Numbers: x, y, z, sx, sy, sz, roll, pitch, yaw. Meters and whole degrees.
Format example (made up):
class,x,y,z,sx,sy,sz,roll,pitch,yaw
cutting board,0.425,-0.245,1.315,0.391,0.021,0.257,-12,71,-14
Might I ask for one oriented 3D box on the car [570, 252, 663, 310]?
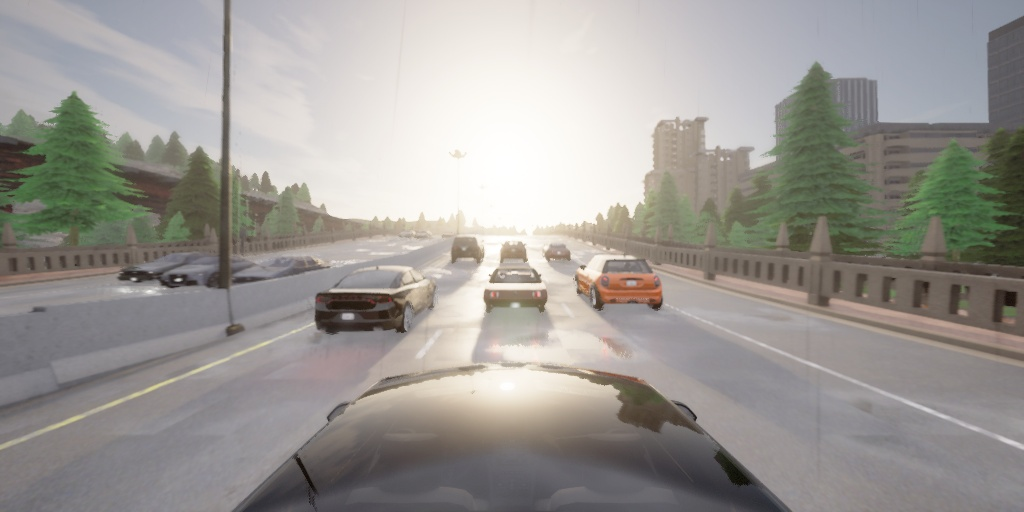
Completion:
class,x,y,z,sx,sy,sz,roll,pitch,yaw
car,3.606,0.725,12.918,2.097,1.767,4.553,0,3,0

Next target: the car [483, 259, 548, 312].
class,x,y,z,sx,sy,sz,roll,pitch,yaw
car,0.108,1.001,12.448,1.895,1.301,4.718,0,3,0

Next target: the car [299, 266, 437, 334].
class,x,y,z,sx,sy,sz,roll,pitch,yaw
car,-3.396,1.000,9.909,1.882,1.535,5.008,0,2,0

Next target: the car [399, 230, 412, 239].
class,x,y,z,sx,sy,sz,roll,pitch,yaw
car,-17.489,-3.665,59.994,2.128,1.511,4.902,0,6,1

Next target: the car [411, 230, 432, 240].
class,x,y,z,sx,sy,sz,roll,pitch,yaw
car,-14.010,-3.355,57.076,1.837,1.490,4.892,0,6,1

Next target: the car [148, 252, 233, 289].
class,x,y,z,sx,sy,sz,roll,pitch,yaw
car,-14.086,0.677,17.109,1.994,1.385,4.181,0,4,0

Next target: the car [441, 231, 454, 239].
class,x,y,z,sx,sy,sz,roll,pitch,yaw
car,-10.491,-3.512,59.557,1.895,1.301,4.718,0,6,1

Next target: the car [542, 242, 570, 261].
class,x,y,z,sx,sy,sz,roll,pitch,yaw
car,3.621,-0.472,29.550,1.994,1.385,4.181,0,6,0

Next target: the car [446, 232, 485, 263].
class,x,y,z,sx,sy,sz,roll,pitch,yaw
car,-3.379,-0.667,28.127,2.150,2.045,5.566,0,6,0

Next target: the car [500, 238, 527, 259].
class,x,y,z,sx,sy,sz,roll,pitch,yaw
car,0.121,-0.618,28.902,2.097,1.767,4.553,0,6,0

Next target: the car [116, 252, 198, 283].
class,x,y,z,sx,sy,sz,roll,pitch,yaw
car,-17.585,0.497,19.288,2.033,1.411,5.357,0,5,0

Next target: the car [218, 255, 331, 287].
class,x,y,z,sx,sy,sz,roll,pitch,yaw
car,-10.587,0.668,17.000,2.033,1.411,5.357,0,4,0
